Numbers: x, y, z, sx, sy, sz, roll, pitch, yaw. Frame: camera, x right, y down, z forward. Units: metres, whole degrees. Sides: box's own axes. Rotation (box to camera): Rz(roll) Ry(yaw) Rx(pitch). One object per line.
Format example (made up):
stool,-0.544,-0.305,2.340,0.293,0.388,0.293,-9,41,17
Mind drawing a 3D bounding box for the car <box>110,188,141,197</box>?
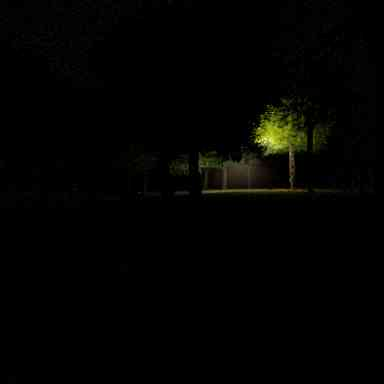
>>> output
car,-11.093,0.111,55.941,2.033,1.411,5.357,-1,2,38
